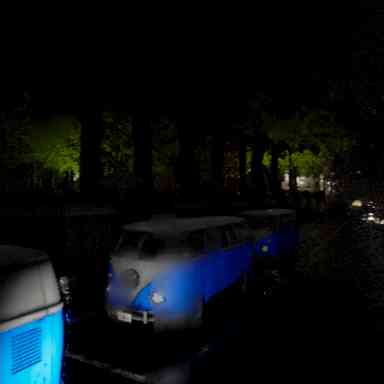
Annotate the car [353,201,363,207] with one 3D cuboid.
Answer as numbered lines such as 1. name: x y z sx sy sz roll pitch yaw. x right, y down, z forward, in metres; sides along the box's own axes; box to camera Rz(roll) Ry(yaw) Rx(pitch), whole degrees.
1. car: 39.791 2.791 79.863 2.008 1.369 4.403 0 -1 29

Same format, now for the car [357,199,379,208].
1. car: 26.115 2.235 49.246 2.128 1.511 4.902 0 -1 29

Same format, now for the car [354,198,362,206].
1. car: 37.098 2.688 74.931 1.752 1.417 4.829 0 -1 29

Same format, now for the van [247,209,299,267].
1. van: 2.688 1.506 11.915 1.690 1.788 3.998 0 -1 29

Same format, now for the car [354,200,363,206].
1. car: 42.403 2.861 84.647 1.887 1.381 4.507 0 -1 29

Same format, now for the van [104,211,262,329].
1. van: -0.024 1.422 6.949 1.690 1.788 3.998 0 -1 29

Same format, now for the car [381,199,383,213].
1. car: 27.595 1.997 45.696 2.150 2.045 5.566 0 -1 29

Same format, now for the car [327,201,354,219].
1. car: 16.246 1.887 36.741 2.192 1.841 5.009 0 -1 29

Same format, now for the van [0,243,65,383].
1. van: -2.735 1.337 1.984 1.690 1.788 3.998 0 -1 29
